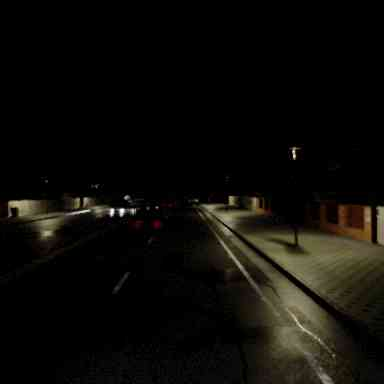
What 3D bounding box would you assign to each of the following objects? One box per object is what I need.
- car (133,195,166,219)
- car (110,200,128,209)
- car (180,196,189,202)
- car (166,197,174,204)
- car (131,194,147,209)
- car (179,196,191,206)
[{"bbox_3d":[-3.833,1.425,30.650,2.097,1.767,4.553,-1,0,-1],"label":"car"},{"bbox_3d":[-10.952,1.804,50.073,1.895,1.301,4.718,-1,0,-1],"label":"car"},{"bbox_3d":[-1.865,1.690,80.513,2.033,1.411,5.357,-1,0,-1],"label":"car"},{"bbox_3d":[-4.668,1.677,65.867,1.812,1.442,4.674,-1,0,-1],"label":"car"},{"bbox_3d":[-7.702,1.381,49.923,2.150,2.045,5.566,-1,0,-1],"label":"car"},{"bbox_3d":[-1.207,1.650,57.073,1.994,1.385,4.181,-1,0,-1],"label":"car"}]
